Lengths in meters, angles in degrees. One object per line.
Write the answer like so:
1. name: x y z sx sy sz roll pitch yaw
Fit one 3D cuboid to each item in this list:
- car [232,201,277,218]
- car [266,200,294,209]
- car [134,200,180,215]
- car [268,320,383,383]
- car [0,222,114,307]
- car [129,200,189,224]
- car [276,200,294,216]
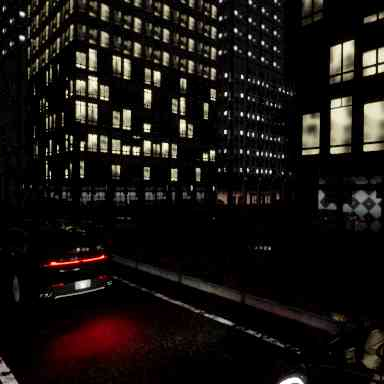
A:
1. car: 6.170 1.833 33.911 4.829 1.417 1.752 1 0 -40
2. car: 13.527 1.882 51.124 4.313 1.339 1.947 1 0 -40
3. car: -3.812 1.648 36.439 4.829 1.417 1.752 1 0 -40
4. car: 2.426 1.352 1.325 2.097 1.767 4.553 0 0 -41
5. car: -3.659 1.501 8.115 1.837 1.490 4.892 0 0 -41
6. car: -2.565 1.524 26.511 5.009 1.841 2.192 1 0 -40
7. car: 10.343 1.937 37.447 4.206 1.307 1.802 1 0 -40
